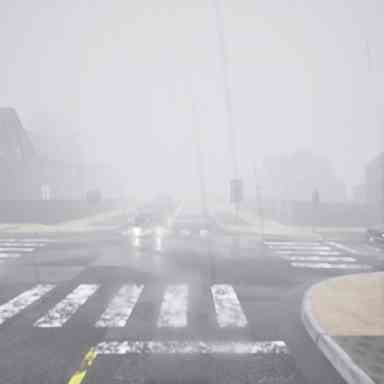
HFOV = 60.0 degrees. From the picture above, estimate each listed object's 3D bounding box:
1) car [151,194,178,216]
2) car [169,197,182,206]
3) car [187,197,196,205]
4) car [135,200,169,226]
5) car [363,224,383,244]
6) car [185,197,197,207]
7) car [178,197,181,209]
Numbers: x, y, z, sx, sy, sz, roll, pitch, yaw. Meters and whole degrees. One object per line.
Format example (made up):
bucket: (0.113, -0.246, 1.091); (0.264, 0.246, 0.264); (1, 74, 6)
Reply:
car: (-2.904, 1.261, 33.865); (2.150, 2.045, 5.566); (0, 0, 0)
car: (-2.872, 1.675, 58.630); (2.128, 1.511, 4.902); (0, -1, 0)
car: (-0.119, 1.749, 66.387); (1.837, 1.490, 4.892); (0, 0, 0)
car: (-2.892, 1.537, 23.829); (1.812, 1.442, 4.674); (0, 0, 0)
car: (10.332, 1.680, 14.121); (5.357, 1.411, 2.033); (1, 1, 2)
car: (-0.101, 1.729, 56.379); (1.994, 1.385, 4.181); (0, 0, 0)
car: (-2.913, 1.439, 44.674); (2.097, 1.767, 4.553); (0, 0, 0)
